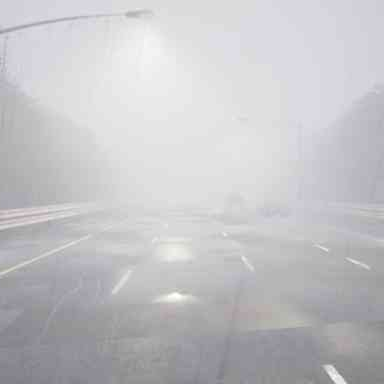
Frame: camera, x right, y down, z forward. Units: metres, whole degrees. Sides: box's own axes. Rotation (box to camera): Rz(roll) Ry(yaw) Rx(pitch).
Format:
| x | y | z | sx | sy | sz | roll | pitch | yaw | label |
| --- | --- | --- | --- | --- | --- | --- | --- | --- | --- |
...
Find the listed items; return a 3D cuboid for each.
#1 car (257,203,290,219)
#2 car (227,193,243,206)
| x | y | z | sx | sy | sz | roll | pitch | yaw | label |
| --- | --- | --- | --- | --- | --- | --- | --- | --- | --- |
| 7.005 | 1.609 | 29.070 | 1.895 | 1.301 | 4.718 | 0 | 0 | 0 | car |
| 7.012 | 1.264 | 54.770 | 2.150 | 2.045 | 5.566 | 0 | 0 | 0 | car |
